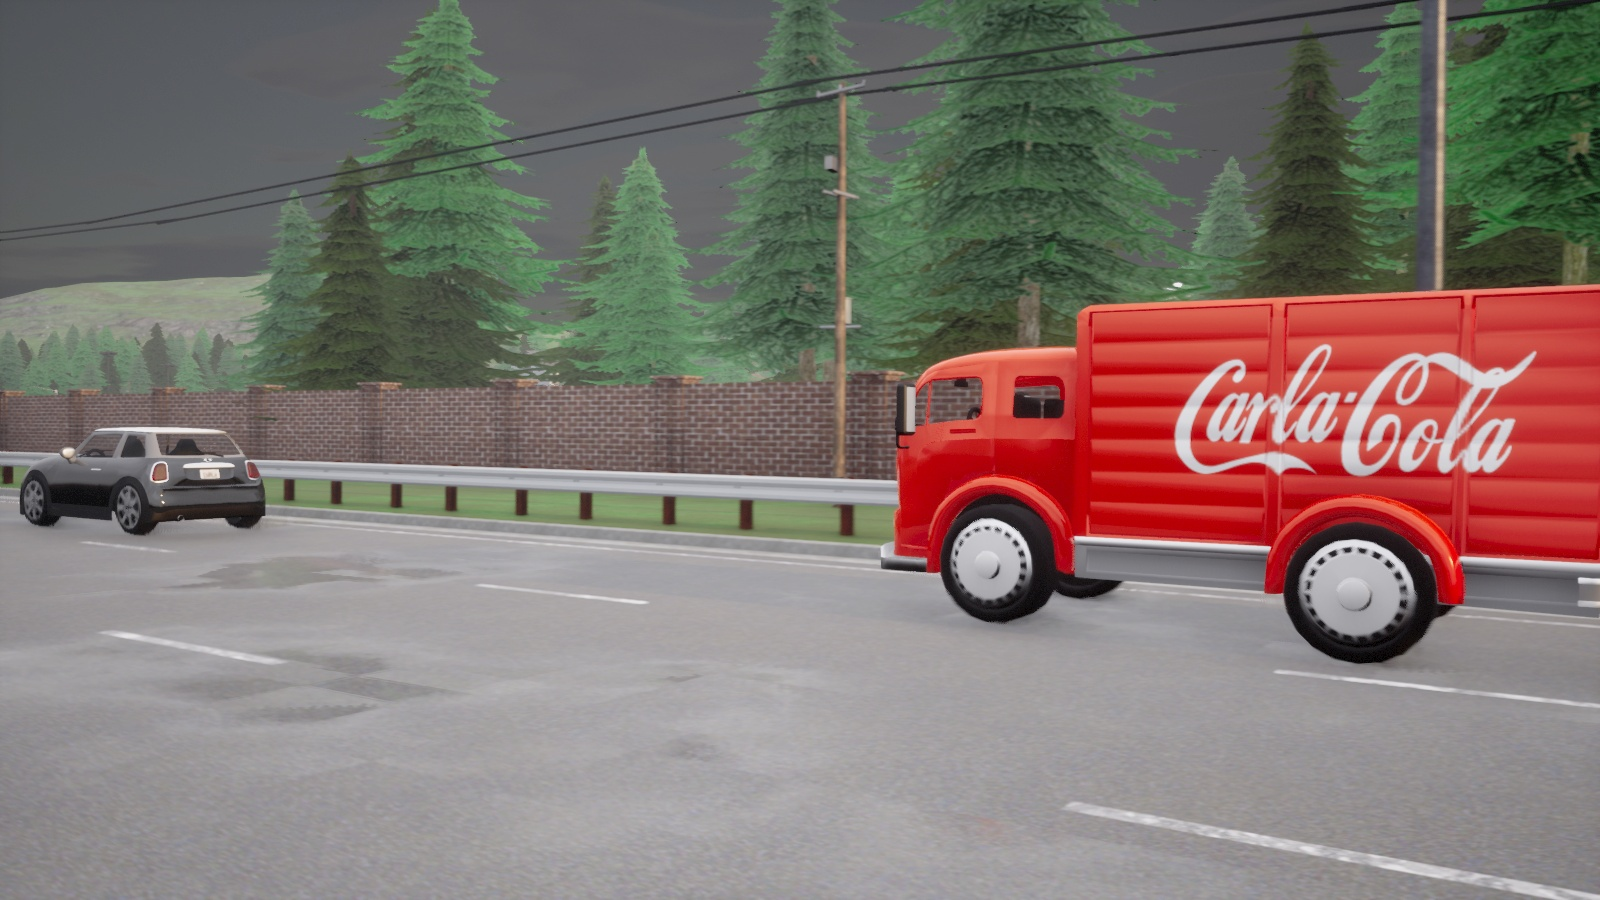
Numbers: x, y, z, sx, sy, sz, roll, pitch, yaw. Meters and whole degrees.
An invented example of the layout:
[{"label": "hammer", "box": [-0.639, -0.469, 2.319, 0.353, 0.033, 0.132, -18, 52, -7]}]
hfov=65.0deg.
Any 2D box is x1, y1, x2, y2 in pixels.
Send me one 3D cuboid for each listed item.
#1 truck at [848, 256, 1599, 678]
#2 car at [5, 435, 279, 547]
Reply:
[{"label": "truck", "box": [3.291, 0.081, 9.830, 5.204, 2.467, 2.627, 0, 1, 34]}, {"label": "car", "box": [-9.701, 0.533, 18.470, 3.806, 1.475, 1.970, 0, 1, 34]}]
